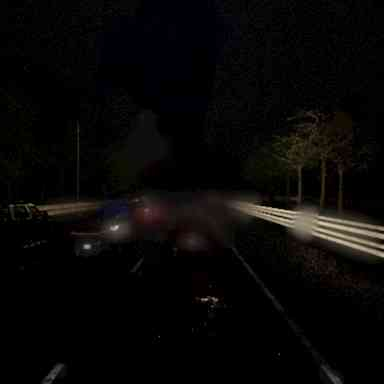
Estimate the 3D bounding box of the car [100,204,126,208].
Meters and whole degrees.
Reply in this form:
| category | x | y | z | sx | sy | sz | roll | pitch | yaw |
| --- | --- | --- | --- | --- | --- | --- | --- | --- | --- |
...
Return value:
| category | x | y | z | sx | sy | sz | roll | pitch | yaw |
| --- | --- | --- | --- | --- | --- | --- | --- | --- | --- |
| car | -6.960 | 1.765 | 29.243 | 1.882 | 1.535 | 5.008 | 0 | 0 | 1 |

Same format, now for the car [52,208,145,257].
| category | x | y | z | sx | sy | sz | roll | pitch | yaw |
| --- | --- | --- | --- | --- | --- | --- | --- | --- | --- |
| car | -3.472 | 1.629 | 13.505 | 2.128 | 1.511 | 4.902 | 0 | 0 | 1 |

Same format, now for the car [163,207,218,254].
| category | x | y | z | sx | sy | sz | roll | pitch | yaw |
| --- | --- | --- | --- | --- | --- | --- | --- | --- | --- |
| car | 0.036 | 1.621 | 14.247 | 1.882 | 1.535 | 5.008 | 0 | 0 | 1 |

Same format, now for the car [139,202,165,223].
| category | x | y | z | sx | sy | sz | roll | pitch | yaw |
| --- | --- | --- | --- | --- | --- | --- | --- | --- | --- |
| car | -3.467 | 1.631 | 28.410 | 2.097 | 1.767 | 4.553 | 0 | -1 | 1 |

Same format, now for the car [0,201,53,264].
| category | x | y | z | sx | sy | sz | roll | pitch | yaw |
| --- | --- | --- | --- | --- | --- | --- | --- | --- | --- |
| car | -6.986 | 1.352 | 12.558 | 2.150 | 2.045 | 5.566 | 0 | 0 | 0 |
